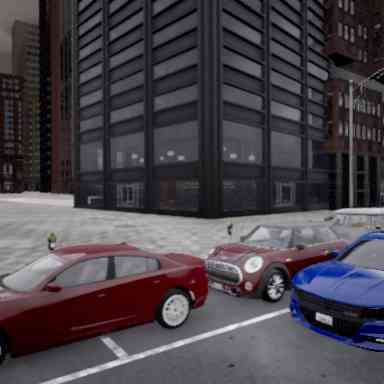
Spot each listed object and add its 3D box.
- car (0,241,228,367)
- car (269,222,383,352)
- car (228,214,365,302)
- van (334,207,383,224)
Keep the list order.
[{"bbox_3d":[-1.797,1.555,5.381,4.507,1.381,1.887,0,-1,-36],"label":"car"},{"bbox_3d":[3.898,1.519,6.148,5.008,1.535,1.882,0,0,-35],"label":"car"},{"bbox_3d":[2.179,1.480,8.220,4.097,1.590,1.967,0,-1,-36],"label":"car"},{"bbox_3d":[6.156,1.411,11.060,3.998,1.788,1.690,0,-1,-36],"label":"van"}]
